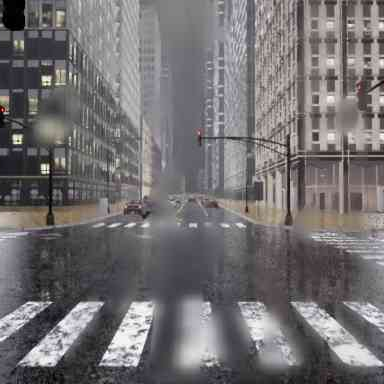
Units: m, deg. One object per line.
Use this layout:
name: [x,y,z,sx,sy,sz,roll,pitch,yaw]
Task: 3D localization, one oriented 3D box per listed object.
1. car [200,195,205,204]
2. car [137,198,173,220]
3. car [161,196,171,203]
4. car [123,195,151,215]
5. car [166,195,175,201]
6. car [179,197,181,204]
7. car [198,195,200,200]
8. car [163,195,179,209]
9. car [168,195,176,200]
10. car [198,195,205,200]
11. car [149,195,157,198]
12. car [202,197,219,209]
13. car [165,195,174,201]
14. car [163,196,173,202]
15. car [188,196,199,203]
car: [2.683,1.547,56.315,1.752,1.417,4.829,1,0,0]
car: [-3.129,1.558,28.927,2.033,1.411,5.357,0,0,1]
car: [-5.704,1.573,72.800,1.887,1.381,4.507,1,0,0]
car: [-5.687,1.453,33.774,1.967,1.590,4.097,1,0,0]
car: [-5.711,1.587,89.525,2.008,1.369,4.403,1,0,0]
car: [-3.036,1.572,63.698,2.033,1.411,5.357,0,0,0]
car: [2.680,1.590,61.722,1.947,1.339,4.313,1,0,0]
car: [-3.112,1.543,45.688,1.812,1.442,4.674,0,0,0]
car: [-5.714,1.605,95.101,1.947,1.339,4.313,1,0,0]
car: [2.667,1.583,95.185,1.887,1.381,4.507,1,0,0]
car: [-5.689,1.332,44.924,2.192,1.841,5.009,1,0,0]
car: [2.686,1.599,44.989,1.802,1.307,4.206,1,0,0]
car: [-5.709,1.578,83.950,1.887,1.381,4.507,1,0,0]
car: [-5.706,1.582,78.375,2.008,1.369,4.403,1,0,0]
car: [0.056,1.573,70.490,2.033,1.411,5.357,0,0,0]
